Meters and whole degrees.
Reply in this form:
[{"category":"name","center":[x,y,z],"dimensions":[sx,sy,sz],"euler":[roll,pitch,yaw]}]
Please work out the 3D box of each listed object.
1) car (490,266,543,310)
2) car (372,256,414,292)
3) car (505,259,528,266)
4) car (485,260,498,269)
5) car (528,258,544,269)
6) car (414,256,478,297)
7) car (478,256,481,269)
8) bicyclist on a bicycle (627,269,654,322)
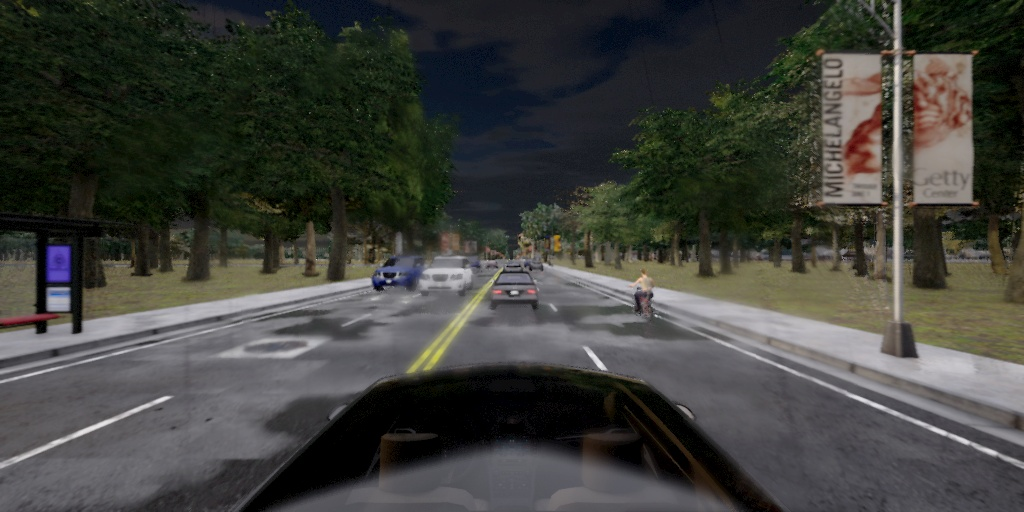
[{"category":"car","center":[0.097,1.322,14.895],"dimensions":[2.033,1.411,5.357],"euler":[0,0,0]},{"category":"car","center":[-6.605,1.011,21.997],"dimensions":[2.150,2.045,5.566],"euler":[0,0,0]},{"category":"car","center":[0.094,1.305,34.274],"dimensions":[2.128,1.511,4.902],"euler":[0,0,0]},{"category":"car","center":[-3.309,1.396,59.929],"dimensions":[1.812,1.442,4.674],"euler":[0,0,1]},{"category":"car","center":[3.347,1.336,50.373],"dimensions":[2.128,1.511,4.902],"euler":[0,-1,0]},{"category":"car","center":[-3.353,1.008,19.377],"dimensions":[2.150,2.045,5.566],"euler":[0,0,0]},{"category":"car","center":[-6.550,1.089,61.303],"dimensions":[2.150,2.045,5.566],"euler":[0,0,1]},{"category":"bicyclist on a bicycle","center":[4.160,1.204,11.369],"dimensions":[0.866,1.612,1.509],"euler":[0,0,0]}]
